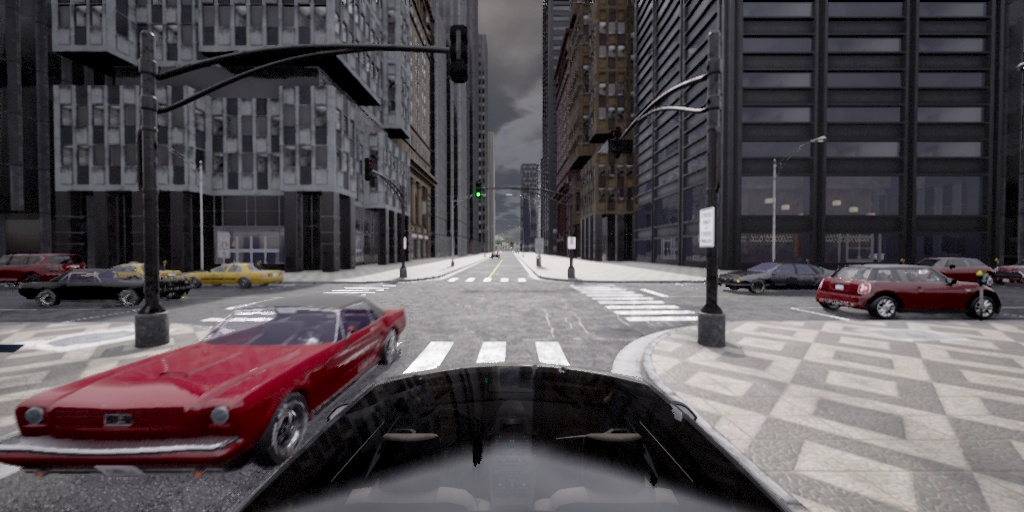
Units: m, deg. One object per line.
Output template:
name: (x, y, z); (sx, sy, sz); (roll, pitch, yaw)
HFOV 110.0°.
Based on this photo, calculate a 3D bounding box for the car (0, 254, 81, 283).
car: (-26.135, 0.792, 19.429); (5.009, 1.841, 2.192); (0, 0, 0)

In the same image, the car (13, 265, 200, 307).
car: (-15.082, 1.146, 13.545); (4.718, 1.301, 1.895); (0, 1, 0)

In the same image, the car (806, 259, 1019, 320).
car: (11.854, 0.964, 10.865); (4.097, 1.591, 1.967); (0, 0, 0)

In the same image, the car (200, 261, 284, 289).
car: (-15.102, 0.975, 19.418); (4.829, 1.417, 1.751); (0, 0, 0)

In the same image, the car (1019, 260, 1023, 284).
car: (28.671, 0.790, 19.372); (4.097, 1.591, 1.967); (0, 0, 0)

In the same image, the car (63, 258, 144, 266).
car: (-20.703, 0.989, 19.423); (4.829, 1.417, 1.751); (0, 0, 0)

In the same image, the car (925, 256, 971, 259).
car: (23.061, 0.802, 19.378); (4.097, 1.591, 1.967); (0, 0, 0)

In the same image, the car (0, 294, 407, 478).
car: (-3.014, 1.287, 4.939); (1.895, 1.301, 4.718); (0, 1, 0)

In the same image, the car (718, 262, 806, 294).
car: (12.527, 0.975, 16.716); (5.357, 1.411, 2.033); (0, 1, 0)
